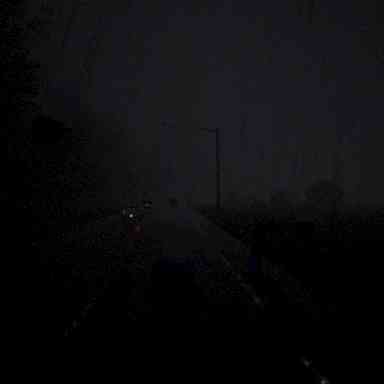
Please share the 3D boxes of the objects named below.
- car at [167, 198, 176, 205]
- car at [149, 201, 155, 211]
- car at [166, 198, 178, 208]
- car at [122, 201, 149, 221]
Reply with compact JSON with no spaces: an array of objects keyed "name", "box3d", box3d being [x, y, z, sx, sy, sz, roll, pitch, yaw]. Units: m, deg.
[{"name":"car","box3d":[-4.606,2.078,73.663,1.837,1.490,4.892,0,0,-4]},{"name":"car","box3d":[-6.405,1.952,48.279,2.033,1.411,5.357,0,0,-4]},{"name":"car","box3d":[-3.449,1.795,56.990,2.097,1.767,4.553,0,-1,-4]},{"name":"car","box3d":[-5.259,1.789,30.261,1.812,1.442,4.674,0,0,-4]}]
